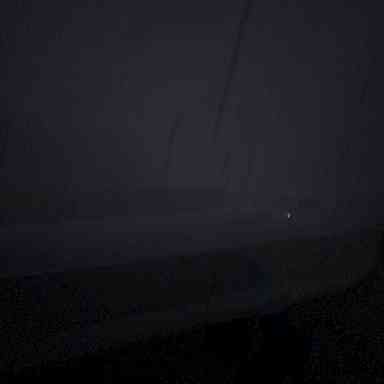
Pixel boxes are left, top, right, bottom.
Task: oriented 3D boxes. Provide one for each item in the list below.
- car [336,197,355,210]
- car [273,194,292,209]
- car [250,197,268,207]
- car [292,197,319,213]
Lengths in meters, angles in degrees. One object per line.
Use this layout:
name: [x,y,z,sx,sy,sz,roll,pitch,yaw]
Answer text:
car: [18.235,1.320,39.718,2.033,1.411,5.357,0,0,21]
car: [11.474,1.166,41.711,2.097,1.767,4.553,0,0,21]
car: [9.326,1.381,46.010,1.994,1.385,4.181,0,0,18]
car: [12.027,1.306,34.512,1.882,1.535,5.008,0,0,27]
